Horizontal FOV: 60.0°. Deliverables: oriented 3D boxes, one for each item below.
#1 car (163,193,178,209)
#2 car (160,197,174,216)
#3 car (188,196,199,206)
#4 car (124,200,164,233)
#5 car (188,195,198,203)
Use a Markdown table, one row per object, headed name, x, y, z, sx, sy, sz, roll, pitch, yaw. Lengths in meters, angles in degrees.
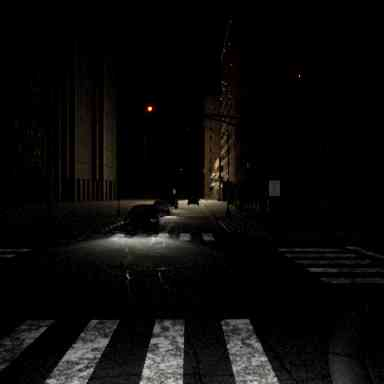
| name | x | y | z | sx | sy | sz | roll | pitch | yaw |
| --- | --- | --- | --- | --- | --- | --- | --- | --- | --- |
| car | -3.007 | 1.223 | 44.994 | 2.150 | 2.045 | 5.566 | 0 | 0 | 1 |
| car | -3.044 | 1.526 | 32.868 | 1.812 | 1.442 | 4.674 | 0 | 0 | 0 |
| car | 0.203 | 1.525 | 55.886 | 1.812 | 1.442 | 4.674 | 0 | 0 | 0 |
| car | -2.868 | 1.478 | 19.903 | 1.882 | 1.535 | 5.008 | 0 | 0 | -3 |
| car | 0.213 | 1.476 | 67.871 | 1.882 | 1.535 | 5.008 | 0 | 0 | 0 |
